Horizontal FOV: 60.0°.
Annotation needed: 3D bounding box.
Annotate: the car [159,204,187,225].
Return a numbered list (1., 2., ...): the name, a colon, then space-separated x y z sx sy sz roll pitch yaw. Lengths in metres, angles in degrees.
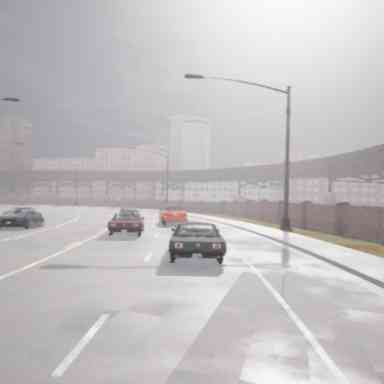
1. car: -1.741 1.914 29.301 2.097 1.767 4.553 1 -1 -10

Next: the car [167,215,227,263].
1. car: 0.126 1.785 12.759 1.895 1.301 4.718 1 -1 -1

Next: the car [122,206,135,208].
1. car: -7.218 2.259 37.576 1.895 1.301 4.718 2 -2 -16

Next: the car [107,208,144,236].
1. car: -3.909 1.881 20.363 1.895 1.301 4.718 1 -2 -6

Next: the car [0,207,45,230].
1. car: -11.366 1.724 22.193 1.994 1.385 4.181 2 -2 -7
